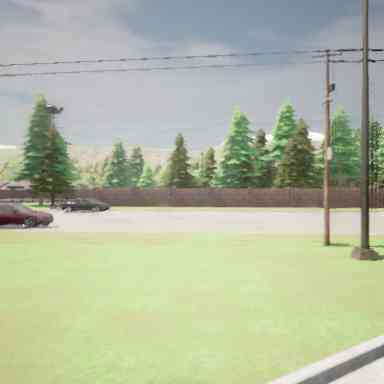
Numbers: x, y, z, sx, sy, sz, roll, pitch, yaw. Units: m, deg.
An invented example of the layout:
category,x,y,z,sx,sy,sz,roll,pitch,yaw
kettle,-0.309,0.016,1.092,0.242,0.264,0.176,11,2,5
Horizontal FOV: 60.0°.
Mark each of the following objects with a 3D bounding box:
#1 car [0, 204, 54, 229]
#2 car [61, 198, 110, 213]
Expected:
category,x,y,z,sx,sy,sz,roll,pitch,yaw
car,-10.860,1.450,20.307,4.674,1.442,1.812,0,0,4
car,-10.961,1.387,34.329,4.892,1.490,1.837,0,0,4
